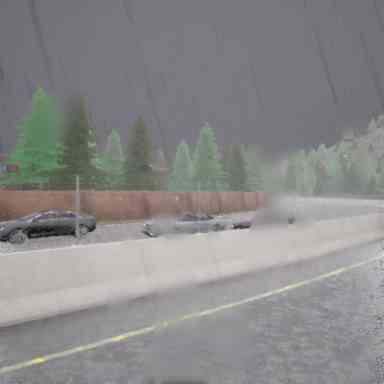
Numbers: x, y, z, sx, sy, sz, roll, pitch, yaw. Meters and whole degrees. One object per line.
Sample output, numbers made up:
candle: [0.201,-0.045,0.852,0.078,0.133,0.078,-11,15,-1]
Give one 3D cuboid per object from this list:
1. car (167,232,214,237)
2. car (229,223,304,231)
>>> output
car: [-0.332,1.724,17.514,4.718,1.301,1.895,0,-1,-43]
car: [3.948,1.706,16.765,4.718,1.301,1.895,0,-1,-44]
